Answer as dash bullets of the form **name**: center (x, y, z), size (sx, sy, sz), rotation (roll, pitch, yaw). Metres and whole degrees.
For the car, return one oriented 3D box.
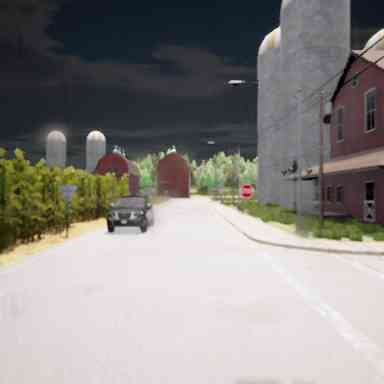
- **car**: center (-3.577, 1.226, 20.327), size (2.150, 2.045, 5.566), rotation (0, 0, 0)
